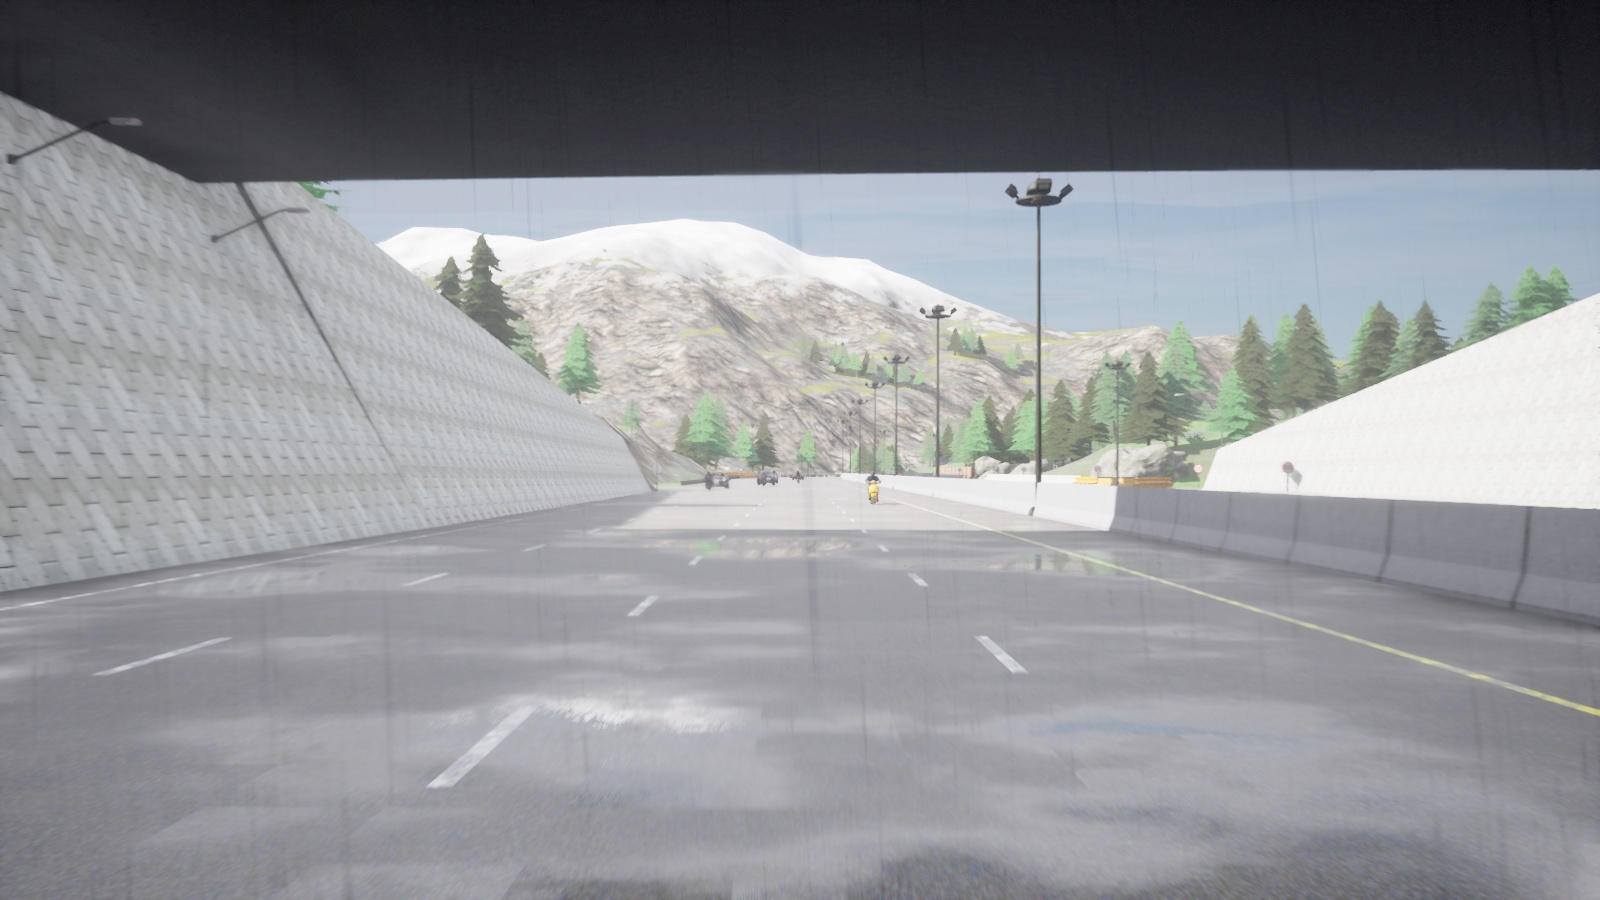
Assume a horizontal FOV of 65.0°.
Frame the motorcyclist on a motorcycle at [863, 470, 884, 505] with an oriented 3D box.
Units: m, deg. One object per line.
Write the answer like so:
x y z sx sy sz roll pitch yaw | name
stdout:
3.406 1.729 58.410 0.866 1.590 1.817 0 -1 0 | motorcyclist on a motorcycle
